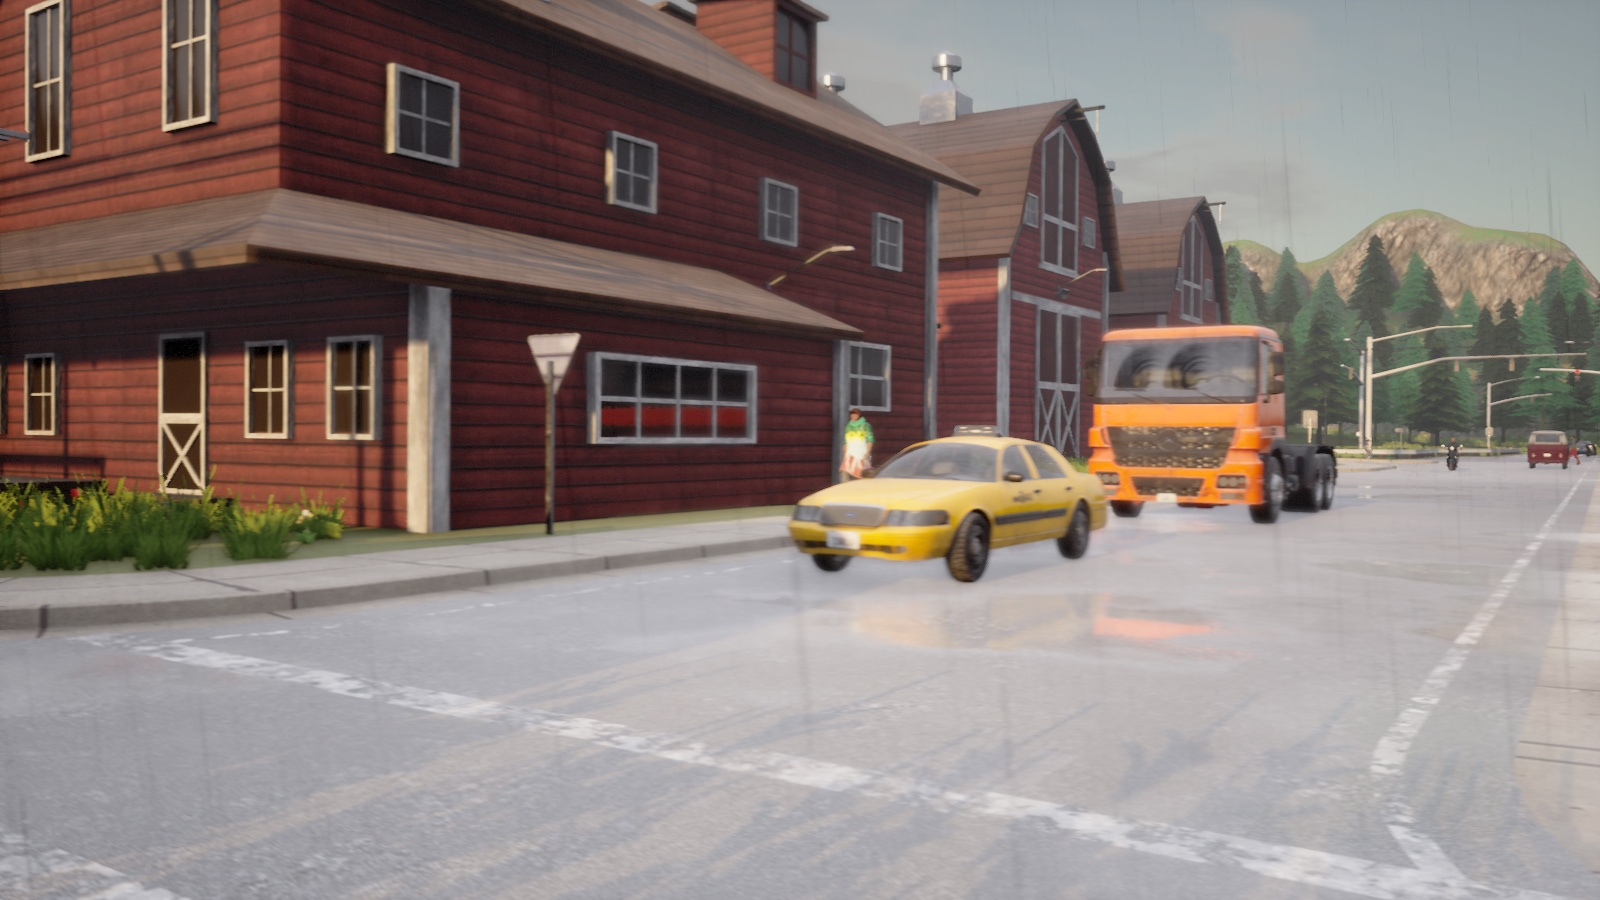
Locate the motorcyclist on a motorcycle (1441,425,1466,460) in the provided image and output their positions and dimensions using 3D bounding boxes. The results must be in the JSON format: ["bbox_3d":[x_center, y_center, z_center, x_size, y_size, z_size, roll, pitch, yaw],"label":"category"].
[{"bbox_3d":[30.578,-0.351,58.744,0.866,1.590,1.817,0,1,33],"label":"motorcyclist on a motorcycle"}]

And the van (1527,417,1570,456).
[{"bbox_3d":[39.143,-0.718,65.593,1.775,1.987,4.442,0,1,33],"label":"van"}]

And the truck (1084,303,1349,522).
[{"bbox_3d":[8.226,-0.650,23.980,2.891,3.462,7.936,0,1,33],"label":"truck"}]

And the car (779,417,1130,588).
[{"bbox_3d":[2.006,0.448,14.304,1.801,1.575,5.366,0,1,33],"label":"car"}]

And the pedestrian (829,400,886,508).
[{"bbox_3d":[1.076,0.066,23.327,0.659,1.952,0.873,0,1,37],"label":"pedestrian"}]
